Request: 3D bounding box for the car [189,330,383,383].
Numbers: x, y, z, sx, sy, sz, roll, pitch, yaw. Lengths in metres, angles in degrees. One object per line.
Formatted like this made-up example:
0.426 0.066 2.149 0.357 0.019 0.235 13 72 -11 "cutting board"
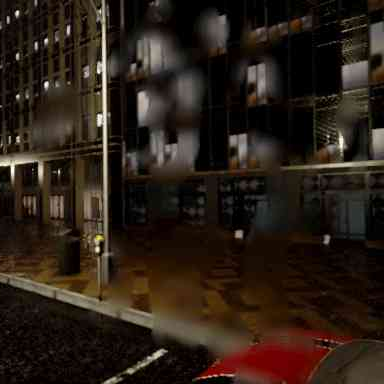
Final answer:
1.685 1.437 1.684 4.097 1.590 1.967 0 -1 36 "car"
